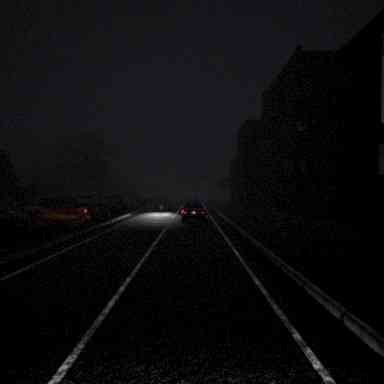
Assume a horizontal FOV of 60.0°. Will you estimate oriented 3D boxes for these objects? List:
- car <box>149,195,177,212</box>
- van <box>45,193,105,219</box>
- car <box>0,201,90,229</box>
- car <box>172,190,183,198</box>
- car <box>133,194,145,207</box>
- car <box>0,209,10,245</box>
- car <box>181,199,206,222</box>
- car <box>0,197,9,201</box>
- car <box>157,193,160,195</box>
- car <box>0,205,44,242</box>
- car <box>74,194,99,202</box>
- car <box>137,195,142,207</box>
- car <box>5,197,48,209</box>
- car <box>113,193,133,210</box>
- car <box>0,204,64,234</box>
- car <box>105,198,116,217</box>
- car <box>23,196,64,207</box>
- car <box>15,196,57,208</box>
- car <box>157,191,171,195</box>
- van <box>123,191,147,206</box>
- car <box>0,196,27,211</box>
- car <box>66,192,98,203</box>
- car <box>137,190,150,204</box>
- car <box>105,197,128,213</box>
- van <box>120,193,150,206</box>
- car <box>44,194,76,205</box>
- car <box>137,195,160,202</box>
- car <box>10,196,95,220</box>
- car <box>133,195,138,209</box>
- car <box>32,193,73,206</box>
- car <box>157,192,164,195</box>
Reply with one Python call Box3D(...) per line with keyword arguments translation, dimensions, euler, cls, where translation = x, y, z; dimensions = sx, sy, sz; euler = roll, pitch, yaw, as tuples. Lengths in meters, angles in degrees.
Box3D(translation=(-3.270, 1.432, 38.196), dimensions=(2.128, 1.511, 4.902), euler=(0, 0, 0), cls="car")
Box3D(translation=(-9.297, 1.264, 25.435), dimensions=(4.442, 1.987, 1.878), euler=(0, 0, 0), cls="van")
Box3D(translation=(-9.266, 1.496, 19.931), dimensions=(5.366, 1.575, 1.946), euler=(0, 0, 0), cls="car")
Box3D(translation=(-3.046, 0.925, 78.811), dimensions=(1.812, 1.442, 4.674), euler=(0, 0, 0), cls="car")
Box3D(translation=(-9.277, 1.442, 44.982), dimensions=(4.892, 1.521, 2.231), euler=(0, 0, 0), cls="car")
Box3D(translation=(-9.513, 1.510, 11.582), dimensions=(5.008, 1.535, 2.097), euler=(0, 0, 0), cls="car")
Box3D(translation=(0.136, 1.518, 26.157), dimensions=(2.033, 1.411, 5.357), euler=(0, 0, 0), cls="car")
Box3D(translation=(-22.410, 1.218, 33.919), dimensions=(5.566, 2.045, 2.435), euler=(0, 0, 0), cls="car")
Box3D(translation=(-9.182, 1.409, 64.465), dimensions=(4.792, 1.488, 2.163), euler=(0, 0, 0), cls="car")
Box3D(translation=(-9.483, 1.507, 14.365), dimensions=(5.008, 1.535, 2.097), euler=(0, 0, 0), cls="car")
Box3D(translation=(-22.164, 1.233, 70.123), dimensions=(4.553, 1.767, 2.185), euler=(0, 0, 0), cls="car")
Box3D(translation=(-9.488, 1.446, 42.200), dimensions=(5.366, 1.575, 1.946), euler=(0, 0, 0), cls="car")
Box3D(translation=(-22.333, 1.468, 45.058), dimensions=(4.792, 1.488, 2.163), euler=(0, 0, 0), cls="car")
Box3D(translation=(-9.308, 1.339, 36.631), dimensions=(4.553, 1.767, 2.185), euler=(0, 0, 0), cls="car")
Box3D(translation=(-9.473, 1.544, 17.149), dimensions=(4.674, 1.452, 2.002), euler=(0, 0, 0), cls="car")
Box3D(translation=(-9.366, 1.514, 28.282), dimensions=(4.792, 1.488, 2.163), euler=(0, 0, 0), cls="car")
Box3D(translation=(-22.512, 1.419, 50.505), dimensions=(5.366, 1.575, 1.946), euler=(0, 0, 0), cls="car")
Box3D(translation=(-22.350, 1.430, 47.845), dimensions=(5.008, 1.535, 2.097), euler=(0, 0, 0), cls="car")
Box3D(translation=(-9.179, 1.121, 93.224), dimensions=(4.792, 1.488, 2.163), euler=(0, 0, 1), cls="car")
Box3D(translation=(-9.148, 1.207, 47.764), dimensions=(4.442, 1.987, 1.878), euler=(0, 0, 0), cls="van")
Box3D(translation=(-22.432, 1.329, 39.490), dimensions=(4.553, 1.767, 2.185), euler=(0, 0, 0), cls="car")
Box3D(translation=(-22.242, 1.116, 67.338), dimensions=(5.566, 2.045, 2.435), euler=(0, 0, 0), cls="car")
Box3D(translation=(-9.218, 1.172, 50.548), dimensions=(5.566, 2.045, 2.435), euler=(0, 0, 0), cls="car")
Box3D(translation=(-9.361, 1.512, 33.849), dimensions=(4.674, 1.452, 2.002), euler=(0, 0, 0), cls="car")
Box3D(translation=(-9.112, 1.189, 53.206), dimensions=(4.442, 1.987, 1.878), euler=(0, 0, 0), cls="van")
Box3D(translation=(-22.257, 1.278, 56.198), dimensions=(4.553, 1.767, 2.185), euler=(0, 0, 0), cls="car")
Box3D(translation=(-9.132, 1.402, 69.889), dimensions=(4.674, 1.452, 2.002), euler=(-1, 0, 1), cls="car")
Box3D(translation=(-9.402, 1.369, 22.715), dimensions=(4.553, 1.767, 2.185), euler=(0, 0, 0), cls="car")
Box3D(translation=(-9.327, 1.458, 39.416), dimensions=(4.892, 1.521, 2.231), euler=(0, 0, 0), cls="car")
Box3D(translation=(-22.336, 1.161, 53.288), dimensions=(5.566, 2.045, 2.435), euler=(0, 0, 0), cls="car")
Box3D(translation=(-8.949, 1.367, 67.246), dimensions=(5.366, 1.575, 1.946), euler=(0, 0, 0), cls="car")
